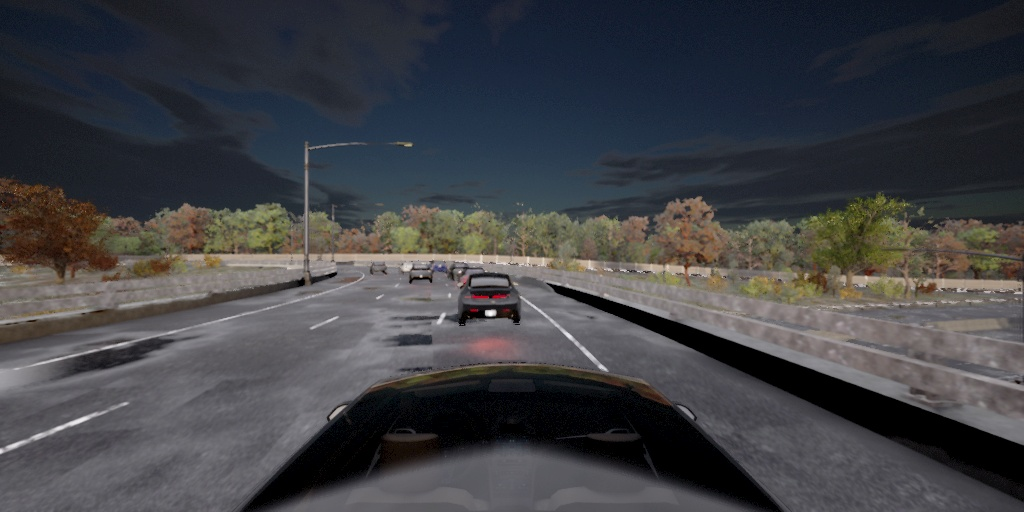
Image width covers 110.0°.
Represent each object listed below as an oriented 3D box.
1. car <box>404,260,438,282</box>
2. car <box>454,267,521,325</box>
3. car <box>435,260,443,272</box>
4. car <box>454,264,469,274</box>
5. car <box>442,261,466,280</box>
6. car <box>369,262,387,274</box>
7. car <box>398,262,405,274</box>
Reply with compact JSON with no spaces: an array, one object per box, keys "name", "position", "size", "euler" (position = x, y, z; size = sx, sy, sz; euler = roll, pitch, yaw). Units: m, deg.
[{"name":"car","position":[-7.722,1.382,30.276],"size":[2.128,1.511,4.902],"euler":[0,0,-15]},{"name":"car","position":[-0.790,1.302,12.110],"size":[1.837,1.490,4.892],"euler":[0,0,-5]},{"name":"car","position":[-9.821,1.315,46.383],"size":[2.097,1.767,4.553],"euler":[0,0,-23]},{"name":"car","position":[-2.446,1.410,22.923],"size":[1.994,1.385,4.181],"euler":[0,0,-11]},{"name":"car","position":[-4.878,1.389,33.001],"size":[2.128,1.511,4.902],"euler":[0,0,-16]},{"name":"car","position":[-16.727,1.461,44.734],"size":[2.128,1.511,4.902],"euler":[0,0,-24]},{"name":"car","position":[-13.295,1.492,45.628],"size":[1.812,1.442,4.674],"euler":[0,0,-24]}]
